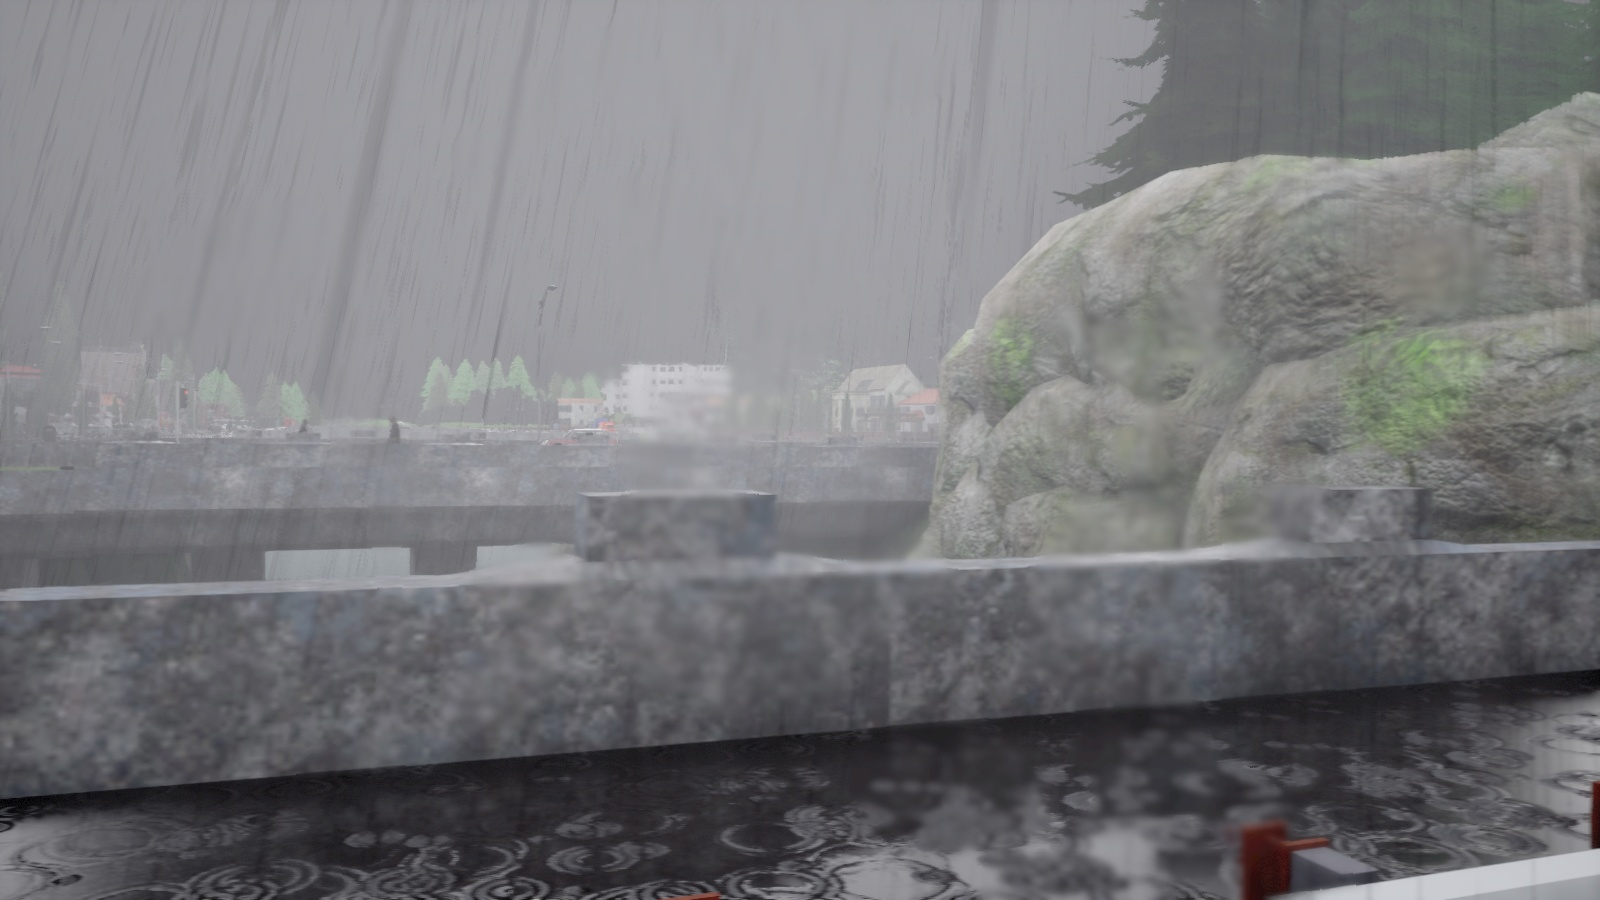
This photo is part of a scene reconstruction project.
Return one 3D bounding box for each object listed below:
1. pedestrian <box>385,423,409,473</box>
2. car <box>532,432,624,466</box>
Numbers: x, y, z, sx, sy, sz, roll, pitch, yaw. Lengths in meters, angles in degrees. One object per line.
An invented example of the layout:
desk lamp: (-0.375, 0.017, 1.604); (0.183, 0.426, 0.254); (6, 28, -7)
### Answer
pedestrian: (-15.031, -0.092, 46.836); (0.720, 1.854, 0.376); (-2, 1, -43)
car: (-10.120, -0.057, 57.156); (3.806, 1.475, 1.970); (-1, 1, -21)
